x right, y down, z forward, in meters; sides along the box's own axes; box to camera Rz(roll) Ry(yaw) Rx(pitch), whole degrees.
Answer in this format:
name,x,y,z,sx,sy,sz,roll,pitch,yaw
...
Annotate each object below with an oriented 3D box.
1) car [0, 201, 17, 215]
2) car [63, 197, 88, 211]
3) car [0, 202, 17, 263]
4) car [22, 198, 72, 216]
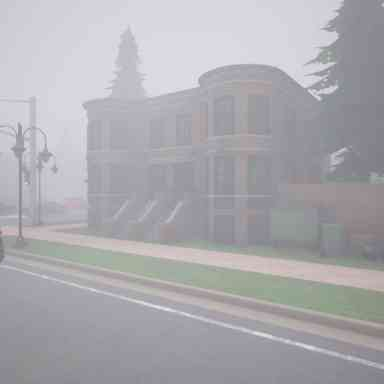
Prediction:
name,x,y,z,sx,sy,sz,roll,pitch,yaw
car,-19.670,1.601,31.951,1.895,1.301,4.718,0,0,35
car,-14.677,1.353,39.328,2.097,1.767,4.553,0,0,33
car,-7.366,1.221,9.223,5.566,2.045,2.150,0,0,36
car,-14.647,1.564,33.089,1.994,1.385,4.181,0,0,34
